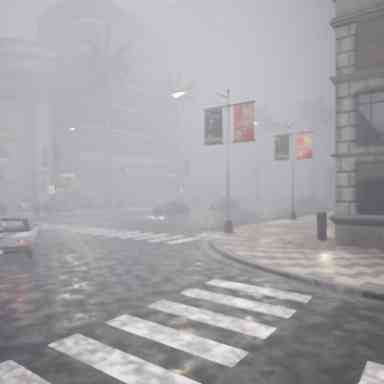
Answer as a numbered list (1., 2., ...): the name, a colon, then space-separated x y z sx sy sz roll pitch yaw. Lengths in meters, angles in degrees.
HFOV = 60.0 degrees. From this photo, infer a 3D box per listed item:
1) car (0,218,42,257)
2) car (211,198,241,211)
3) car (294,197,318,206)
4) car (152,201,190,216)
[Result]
1. car: -6.862 1.614 12.524 1.895 1.301 4.718 0 0 -21
2. car: 4.190 1.513 40.907 2.128 1.511 4.902 0 0 37
3. car: 18.836 1.512 55.135 4.902 1.511 2.128 0 0 -32
4. car: -1.999 1.586 32.549 1.994 1.385 4.181 0 0 37
